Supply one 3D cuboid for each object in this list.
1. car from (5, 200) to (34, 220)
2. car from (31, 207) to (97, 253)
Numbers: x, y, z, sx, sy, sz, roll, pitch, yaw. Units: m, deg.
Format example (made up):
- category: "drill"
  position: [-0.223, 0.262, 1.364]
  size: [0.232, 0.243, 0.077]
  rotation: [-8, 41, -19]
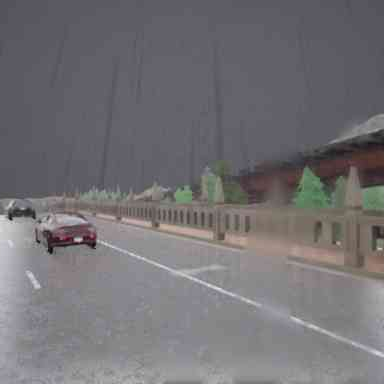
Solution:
- category: "car"
  position: [-15.237, 1.461, 29.471]
  size: [2.097, 1.767, 4.553]
  rotation: [0, 0, -33]
- category: "car"
  position: [-5.378, 1.568, 14.032]
  size: [1.812, 1.442, 4.674]
  rotation: [0, 0, -33]
